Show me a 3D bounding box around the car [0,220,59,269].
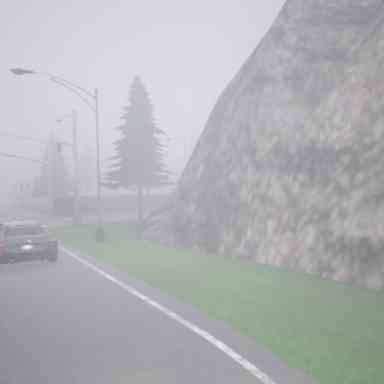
[{"bbox_3d":[-6.186,1.729,12.038,1.994,1.385,4.181,-1,0,-32],"label":"car"}]
